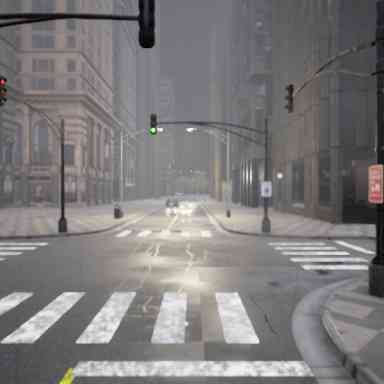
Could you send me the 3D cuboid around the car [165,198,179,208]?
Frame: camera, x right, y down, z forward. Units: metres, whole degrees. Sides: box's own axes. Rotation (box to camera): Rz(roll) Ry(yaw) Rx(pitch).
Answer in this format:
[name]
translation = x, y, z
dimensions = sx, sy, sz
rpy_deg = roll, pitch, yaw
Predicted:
[car]
translation = -2.960, 1.645, 50.003
dimensions = 2.128, 1.511, 4.902
rpy_deg = 0, 0, 0
